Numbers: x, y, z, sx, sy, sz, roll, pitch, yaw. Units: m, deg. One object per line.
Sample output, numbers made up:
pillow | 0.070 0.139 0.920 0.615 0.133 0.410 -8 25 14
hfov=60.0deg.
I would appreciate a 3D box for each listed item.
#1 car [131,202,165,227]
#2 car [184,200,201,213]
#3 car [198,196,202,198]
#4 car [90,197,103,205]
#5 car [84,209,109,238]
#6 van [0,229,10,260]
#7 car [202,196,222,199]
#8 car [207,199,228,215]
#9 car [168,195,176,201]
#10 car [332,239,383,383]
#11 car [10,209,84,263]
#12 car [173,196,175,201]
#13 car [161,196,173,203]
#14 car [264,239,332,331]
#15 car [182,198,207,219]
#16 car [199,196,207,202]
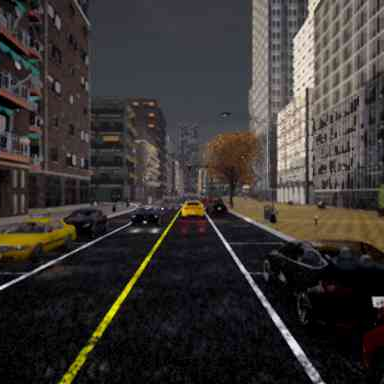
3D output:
car | -3.031 1.658 23.664 1.895 1.301 4.718 0 0 0
car | 0.088 1.706 40.378 1.895 1.301 4.718 0 0 0
car | 2.667 1.754 72.267 1.887 1.381 4.507 0 0 0
car | -16.443 1.483 52.856 4.403 1.369 2.008 1 -1 -1
car | -5.694 1.607 17.785 1.947 1.339 4.313 0 0 0
van | -5.689 1.356 6.740 1.690 1.788 3.998 0 0 0
car | 2.680 1.418 39.880 2.192 1.841 5.009 0 0 0
car | 2.681 1.653 34.356 1.947 1.339 4.313 0 0 0
car | -5.720 1.737 94.396 1.967 1.590 4.097 0 0 0
car | 2.693 1.318 1.220 2.192 1.841 5.009 0 0 0
car | -5.692 1.552 12.093 1.752 1.417 4.829 0 0 0
car | -5.717 1.802 83.330 2.008 1.369 4.403 0 0 0
car | -5.713 1.760 72.264 2.008 1.369 4.403 0 0 0
car | 2.691 1.580 6.741 1.947 1.339 4.313 0 0 0
car | 0.091 1.553 30.109 1.882 1.535 5.008 0 0 0
car | 2.663 1.777 83.503 1.752 1.417 4.829 0 0 0
